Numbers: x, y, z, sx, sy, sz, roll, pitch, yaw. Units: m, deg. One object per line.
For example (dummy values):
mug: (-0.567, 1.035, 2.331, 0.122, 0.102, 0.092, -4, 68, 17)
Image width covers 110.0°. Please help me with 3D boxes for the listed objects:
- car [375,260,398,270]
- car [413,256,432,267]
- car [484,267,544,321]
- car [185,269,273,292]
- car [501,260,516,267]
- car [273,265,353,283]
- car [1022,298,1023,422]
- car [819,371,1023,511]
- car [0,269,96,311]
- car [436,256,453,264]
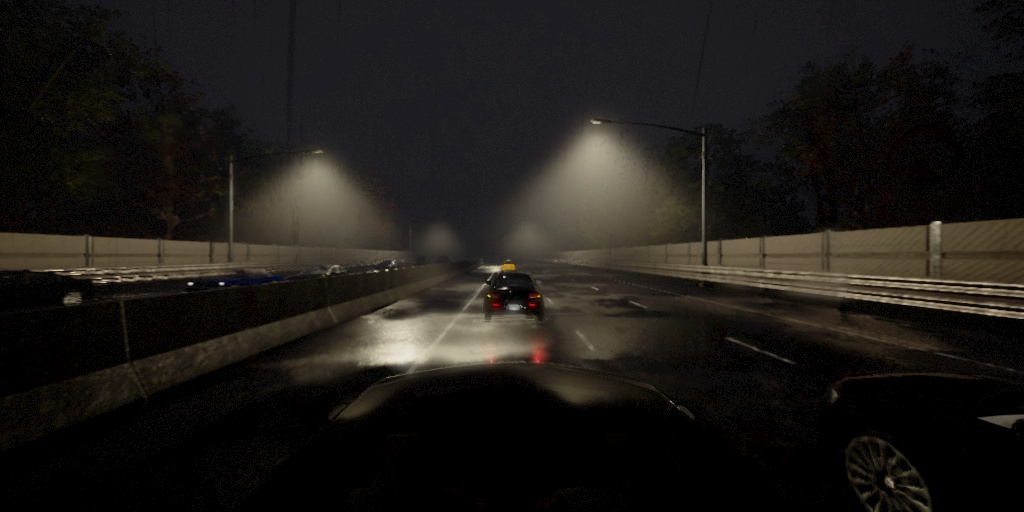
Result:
car: (-18.302, 1.312, 52.820, 2.033, 1.411, 5.357, 0, 0, -1)
car: (-15.011, 0.988, 60.539, 2.150, 2.045, 5.566, 0, 0, -1)
car: (0.061, 1.279, 12.349, 1.812, 1.442, 4.674, 0, 0, 0)
car: (-14.188, 1.358, 18.746, 1.895, 1.301, 4.718, 0, 0, -1)
car: (-0.422, 1.222, 44.587, 1.801, 1.575, 5.366, 0, 0, -1)
car: (-10.703, 1.249, 20.257, 2.128, 1.511, 4.902, 0, 0, -1)
car: (7.093, 1.253, 1.895, 1.837, 1.490, 4.892, 0, 0, 0)
car: (3.592, 1.240, 1.116, 2.128, 1.511, 4.902, 0, 0, 0)
car: (-17.638, 1.234, 12.215, 1.882, 1.535, 5.008, 0, 0, 0)
car: (-11.544, 0.985, 61.580, 2.150, 2.045, 5.566, 0, 0, -1)
